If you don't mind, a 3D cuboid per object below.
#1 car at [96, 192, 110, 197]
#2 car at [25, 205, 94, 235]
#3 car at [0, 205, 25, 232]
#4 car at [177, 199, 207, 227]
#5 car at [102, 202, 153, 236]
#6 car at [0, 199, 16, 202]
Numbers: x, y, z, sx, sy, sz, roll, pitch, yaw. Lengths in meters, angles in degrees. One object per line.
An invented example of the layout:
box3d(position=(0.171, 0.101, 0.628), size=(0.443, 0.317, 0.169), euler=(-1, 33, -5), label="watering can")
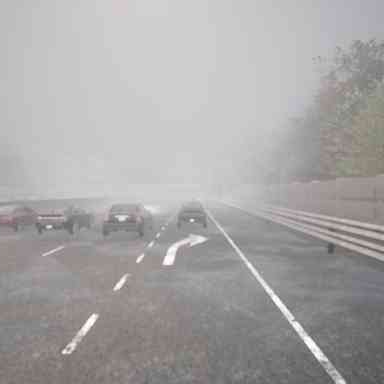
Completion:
box3d(position=(-20.983, 0.898, 78.675), size=(2.150, 2.045, 5.566), euler=(0, 0, 0), label="car")
box3d(position=(-6.893, 1.477, 18.488), size=(2.128, 1.511, 4.902), euler=(0, 0, 0), label="car")
box3d(position=(-10.397, 1.510, 19.718), size=(1.812, 1.442, 4.674), euler=(0, 0, 0), label="car")
box3d(position=(0.004, 1.489, 22.902), size=(1.837, 1.490, 4.892), euler=(0, 0, 0), label="car")
box3d(position=(-3.396, 1.337, 18.278), size=(2.097, 1.767, 4.553), euler=(0, 0, 0), label="car")
box3d(position=(-21.073, 1.513, 37.505), size=(1.812, 1.442, 4.674), euler=(0, 0, 0), label="car")
